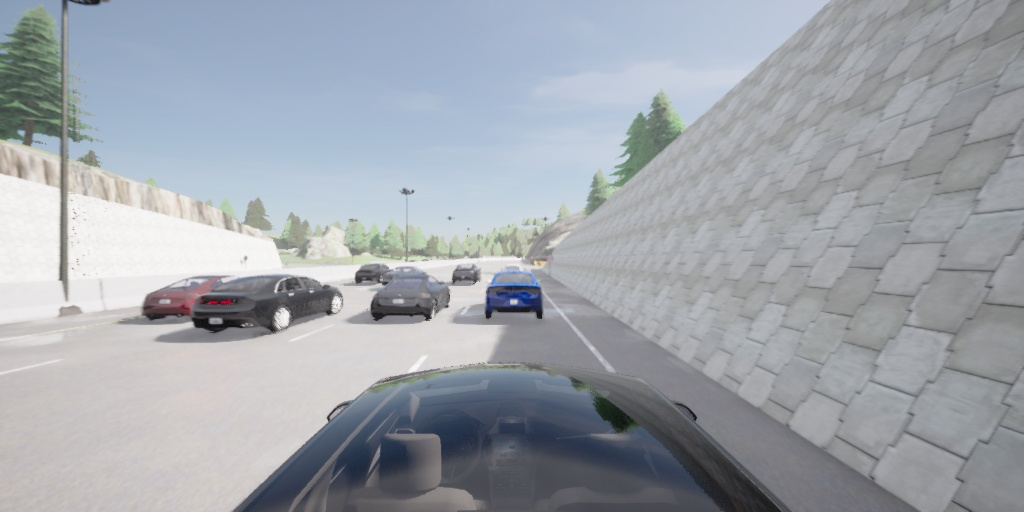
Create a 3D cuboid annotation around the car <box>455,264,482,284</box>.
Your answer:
[{"bbox_3d":[-3.427,1.320,27.647,2.128,1.511,4.902,0,0,0],"label":"car"}]

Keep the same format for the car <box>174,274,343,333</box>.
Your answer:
[{"bbox_3d":[-6.941,1.283,10.847,1.837,1.490,4.892,0,0,0],"label":"car"}]

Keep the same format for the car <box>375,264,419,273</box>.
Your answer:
[{"bbox_3d":[-6.955,1.364,23.928,2.033,1.411,5.357,0,0,1],"label":"car"}]

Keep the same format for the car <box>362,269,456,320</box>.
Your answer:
[{"bbox_3d":[-3.428,1.347,12.844,1.994,1.385,4.181,0,0,0],"label":"car"}]

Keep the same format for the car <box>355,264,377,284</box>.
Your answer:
[{"bbox_3d":[-10.427,1.334,27.742,1.837,1.490,4.892,0,0,0],"label":"car"}]

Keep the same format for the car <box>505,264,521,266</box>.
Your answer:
[{"bbox_3d":[0.078,1.356,28.639,1.812,1.442,4.674,0,0,0],"label":"car"}]

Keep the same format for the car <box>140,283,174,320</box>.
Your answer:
[{"bbox_3d":[-10.428,1.347,12.795,1.994,1.385,4.181,0,0,0],"label":"car"}]

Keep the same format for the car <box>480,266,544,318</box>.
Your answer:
[{"bbox_3d":[0.072,1.262,13.220,1.882,1.535,5.008,0,-1,0],"label":"car"}]
